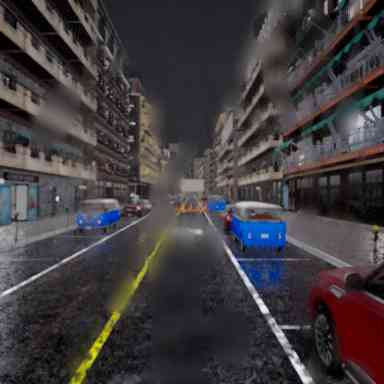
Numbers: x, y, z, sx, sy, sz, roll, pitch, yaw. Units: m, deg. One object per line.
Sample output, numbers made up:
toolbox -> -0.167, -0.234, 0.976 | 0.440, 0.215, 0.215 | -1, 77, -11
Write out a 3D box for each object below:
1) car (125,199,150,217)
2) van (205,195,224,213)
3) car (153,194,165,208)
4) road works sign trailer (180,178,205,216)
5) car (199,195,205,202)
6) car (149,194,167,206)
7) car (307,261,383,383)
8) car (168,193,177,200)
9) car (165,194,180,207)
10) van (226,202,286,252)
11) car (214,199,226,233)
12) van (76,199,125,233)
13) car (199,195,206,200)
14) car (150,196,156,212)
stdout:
car -> -5.292, 1.398, 30.261 | 1.967, 1.590, 4.097 | 1, 0, 0
van -> 2.592, 1.291, 35.826 | 1.690, 1.788, 3.998 | 1, 0, 0
car -> -5.284, 1.373, 46.908 | 1.967, 1.590, 4.097 | 1, 0, 0
road works sign trailer -> 0.022, 0.420, 31.628 | 2.380, 3.560, 2.880 | 0, 0, 0
car -> 2.610, 1.328, 74.670 | 1.967, 1.590, 4.097 | 1, 0, 0
car -> -5.280, 1.239, 52.457 | 2.192, 1.841, 5.009 | 1, 0, 0
car -> 2.577, 1.312, 2.531 | 2.192, 1.841, 5.009 | 1, 0, 0
car -> -5.261, 1.175, 91.300 | 2.192, 1.841, 5.009 | 1, 0, 0
car -> -2.810, 1.419, 50.003 | 2.128, 1.511, 4.902 | 0, 0, 0
van -> 2.582, 1.323, 13.630 | 1.690, 1.788, 3.998 | 1, 0, 0
car -> 2.584, 1.414, 19.179 | 1.967, 1.590, 4.097 | 1, 0, 0
van -> -5.296, 1.315, 19.163 | 1.690, 1.788, 3.998 | 1, 0, 0
car -> 2.614, 1.394, 85.938 | 1.752, 1.417, 4.829 | 1, 0, 0
car -> -5.290, 1.475, 35.640 | 1.752, 1.417, 4.829 | 1, 0, 0
